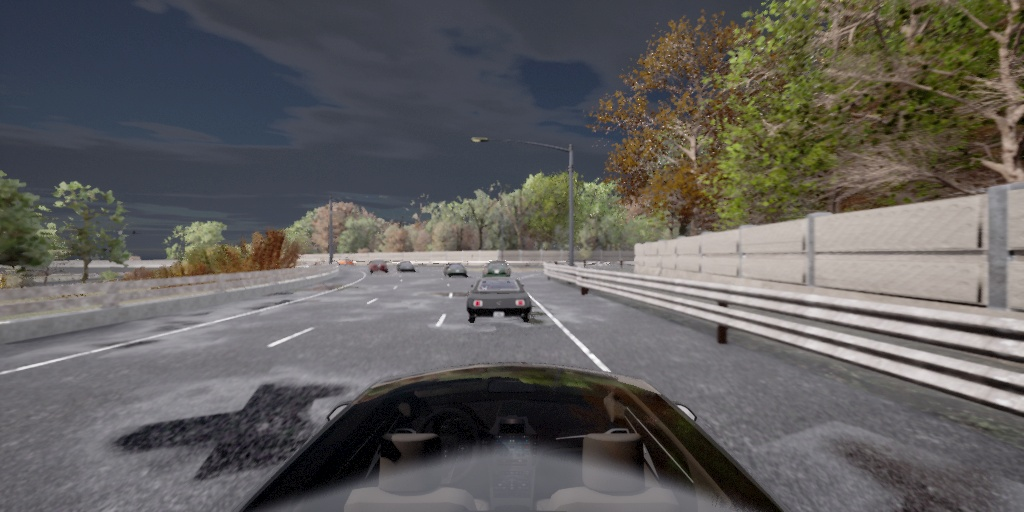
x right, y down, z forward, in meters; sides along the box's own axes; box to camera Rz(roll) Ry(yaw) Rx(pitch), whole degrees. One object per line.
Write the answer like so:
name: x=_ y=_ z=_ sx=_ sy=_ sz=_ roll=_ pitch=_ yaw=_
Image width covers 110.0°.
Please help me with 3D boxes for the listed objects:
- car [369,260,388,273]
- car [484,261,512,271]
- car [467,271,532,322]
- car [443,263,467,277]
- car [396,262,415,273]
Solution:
car: x=-17.552 y=1.273 z=46.877 sx=2.097 sy=1.767 sz=4.553 roll=0 pitch=0 yaw=-24
car: x=-1.068 y=1.169 z=28.041 sx=2.097 sy=1.767 sz=4.553 roll=0 pitch=0 yaw=1
car: x=-0.488 y=1.379 z=12.430 sx=1.895 sy=1.301 sz=4.718 roll=0 pitch=0 yaw=-3
car: x=-5.864 y=1.419 z=36.551 sx=1.994 sy=1.385 sz=4.181 roll=0 pitch=0 yaw=-18
car: x=-14.320 y=1.477 z=48.196 sx=1.994 sy=1.385 sz=4.181 roll=0 pitch=0 yaw=-24
